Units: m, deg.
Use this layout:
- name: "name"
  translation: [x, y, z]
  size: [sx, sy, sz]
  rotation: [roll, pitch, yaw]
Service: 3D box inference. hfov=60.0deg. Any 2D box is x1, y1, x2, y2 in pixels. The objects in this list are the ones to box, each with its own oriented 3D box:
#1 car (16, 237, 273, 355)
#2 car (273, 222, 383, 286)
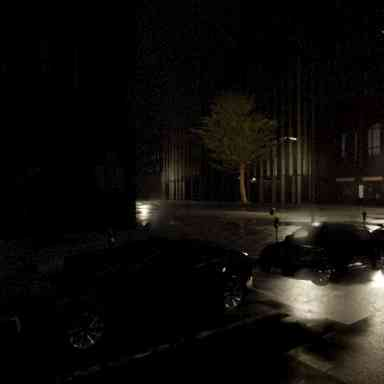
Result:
- name: "car"
  translation: [-0.762, 1.566, 6.116]
  size: [4.313, 1.339, 1.947]
  rotation: [0, 0, -36]
- name: "car"
  translation: [3.817, 1.566, 9.402]
  size: [4.313, 1.339, 1.947]
  rotation: [0, 0, -36]
